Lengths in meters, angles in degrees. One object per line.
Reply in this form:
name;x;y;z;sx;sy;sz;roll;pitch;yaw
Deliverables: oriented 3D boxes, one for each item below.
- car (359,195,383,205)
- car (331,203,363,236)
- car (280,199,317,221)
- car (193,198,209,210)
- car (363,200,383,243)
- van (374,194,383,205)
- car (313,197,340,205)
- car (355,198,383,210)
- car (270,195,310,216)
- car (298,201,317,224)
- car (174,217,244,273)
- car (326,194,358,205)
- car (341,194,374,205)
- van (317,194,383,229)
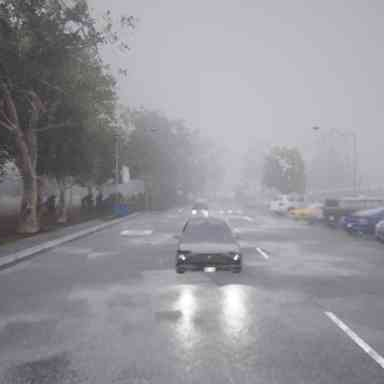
car;35.339;1.559;65.128;2.185;1.767;4.553;1;-1;-21
car;10.046;1.526;17.116;5.008;1.535;2.097;1;0;-19
car;9.995;1.544;26.062;5.366;1.575;1.946;1;0;-19
car;1.214;1.590;44.824;1.882;1.535;5.008;0;0;5
car;10.045;1.394;14.113;4.553;1.767;2.185;1;0;-19
van;38.321;1.463;65.241;1.878;1.987;4.442;0;-1;-21
car;26.257;1.705;64.999;2.163;1.488;4.792;0;-1;-21
car;26.353;1.655;48.051;2.163;1.488;4.792;0;1;-21
car;10.264;1.315;32.153;5.566;2.045;2.435;1;0;-19
car;10.139;1.582;23.118;4.674;1.452;2.002;1;0;-19
car;0.472;1.567;11.016;2.033;1.411;5.357;0;0;1
car;29.281;1.427;65.042;2.435;2.045;5.566;0;-1;-21
car;32.342;1.430;65.039;2.435;2.045;5.566;1;-1;-21
van;10.206;1.310;20.160;4.442;1.987;1.878;1;0;-19
